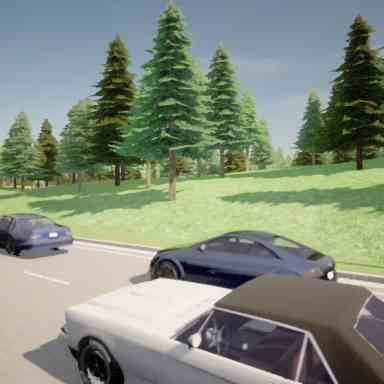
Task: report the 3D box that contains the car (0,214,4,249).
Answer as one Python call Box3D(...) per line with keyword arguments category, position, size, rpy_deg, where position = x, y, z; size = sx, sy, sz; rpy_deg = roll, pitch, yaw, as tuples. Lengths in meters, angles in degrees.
Box3D(category="car", position=(-7.932, 1.224, 9.576), size=(5.566, 2.045, 2.150), rpy_deg=(0, 0, 36))

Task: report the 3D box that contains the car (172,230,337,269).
Box3D(category="car", position=(1.032, 1.564, 7.546), size=(4.181, 1.385, 1.994), rpy_deg=(0, 0, 35))

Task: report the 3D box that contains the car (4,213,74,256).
Box3D(category="car", position=(-6.903, 1.548, 13.141), size=(5.357, 1.411, 2.033), rpy_deg=(0, 0, 36))

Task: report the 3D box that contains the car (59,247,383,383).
Box3D(category="car", position=(0.709, 1.601, 3.485), size=(4.718, 1.301, 1.895), rpy_deg=(0, 0, 35))
